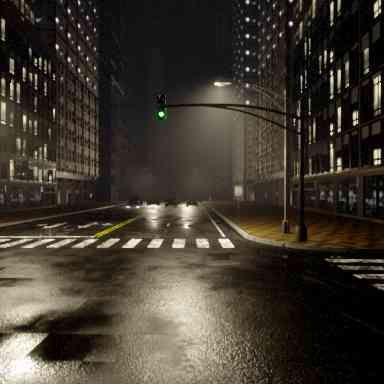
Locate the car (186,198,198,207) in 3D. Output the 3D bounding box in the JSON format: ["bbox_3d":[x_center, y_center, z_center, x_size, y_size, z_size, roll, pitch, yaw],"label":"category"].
[{"bbox_3d":[0.010,1.621,52.674,2.033,1.411,5.357,0,0,0],"label":"car"}]

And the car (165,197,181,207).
[{"bbox_3d":[-3.240,1.620,52.258,2.033,1.411,5.357,0,0,0],"label":"car"}]

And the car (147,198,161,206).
[{"bbox_3d":[-6.489,1.651,56.843,1.994,1.385,4.181,0,0,0],"label":"car"}]

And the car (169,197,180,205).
[{"bbox_3d":[-3.238,1.671,62.676,1.994,1.385,4.181,0,0,0],"label":"car"}]

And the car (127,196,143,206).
[{"bbox_3d":[-9.739,1.439,56.874,2.097,1.767,4.553,0,0,0],"label":"car"}]

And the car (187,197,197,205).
[{"bbox_3d":[0.012,1.710,63.122,1.895,1.301,4.718,0,0,0],"label":"car"}]
